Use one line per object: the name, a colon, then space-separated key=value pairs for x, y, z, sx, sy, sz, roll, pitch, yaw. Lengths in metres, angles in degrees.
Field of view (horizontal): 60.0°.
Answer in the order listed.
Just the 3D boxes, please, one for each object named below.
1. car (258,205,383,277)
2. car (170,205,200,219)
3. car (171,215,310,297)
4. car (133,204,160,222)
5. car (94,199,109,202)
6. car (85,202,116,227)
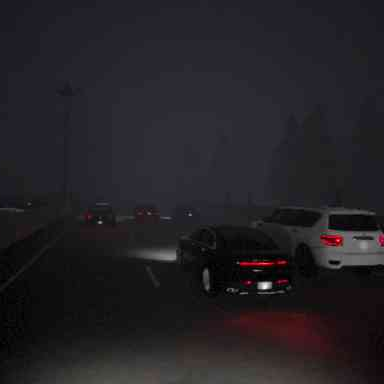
car: x=3.890 y=1.478 z=11.408 sx=2.150 sy=2.045 sz=5.566 roll=2 pitch=-1 yaw=-14
car: x=-0.631 y=1.843 z=29.166 sx=1.994 sy=1.385 sz=4.181 roll=2 pitch=-1 yaw=-14
car: x=0.876 y=1.630 z=9.022 sx=1.837 sy=1.490 sz=4.892 roll=2 pitch=-1 yaw=-14
car: x=-3.865 y=1.696 z=27.691 sx=2.033 sy=1.411 sz=5.357 roll=2 pitch=-1 yaw=-14
car: x=-10.499 y=1.522 z=39.069 sx=2.128 sy=1.511 sz=4.902 roll=2 pitch=-1 yaw=-16
car: x=-6.252 y=1.615 z=22.874 sx=1.895 sy=1.301 sz=4.718 roll=2 pitch=-1 yaw=-14
